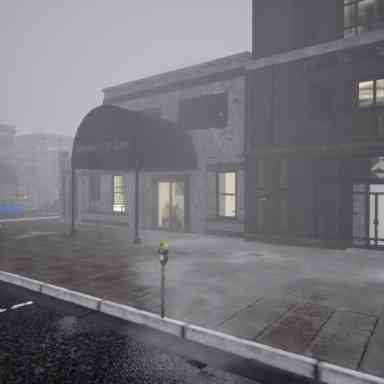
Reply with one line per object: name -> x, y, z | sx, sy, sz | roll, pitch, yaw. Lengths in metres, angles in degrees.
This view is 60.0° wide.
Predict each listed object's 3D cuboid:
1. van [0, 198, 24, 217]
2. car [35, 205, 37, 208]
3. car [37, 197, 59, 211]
van -> -17.346, 1.416, 29.866 | 1.690, 1.788, 3.998 | 0, 0, 35
car -> -17.976, 1.572, 43.594 | 1.752, 1.417, 4.829 | 0, 0, 35
car -> -16.265, 1.416, 41.513 | 2.097, 1.767, 4.553 | 0, 0, 35
